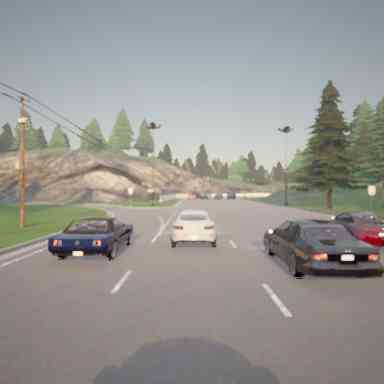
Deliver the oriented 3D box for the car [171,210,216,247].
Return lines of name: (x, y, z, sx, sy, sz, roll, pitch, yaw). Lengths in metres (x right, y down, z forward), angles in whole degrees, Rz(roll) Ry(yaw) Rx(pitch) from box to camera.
car: (0.068, 1.498, 14.758, 1.812, 1.442, 4.674, 0, 0, 0)

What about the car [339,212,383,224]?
car: (7.069, 1.538, 14.274, 1.994, 1.385, 4.181, 0, 0, 0)

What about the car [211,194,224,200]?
car: (6.991, 1.372, 90.035, 2.033, 1.411, 5.357, 0, 0, 2)

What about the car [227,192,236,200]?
car: (10.490, 1.333, 90.036, 1.837, 1.490, 4.892, 0, 0, 2)

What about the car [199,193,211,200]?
car: (3.508, 1.356, 91.130, 2.128, 1.511, 4.902, 0, 0, 2)

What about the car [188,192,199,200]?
car: (0.008, 1.186, 91.159, 2.097, 1.767, 4.553, 0, 0, 2)

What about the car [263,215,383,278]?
car: (3.538, 1.529, 10.027, 2.033, 1.411, 5.357, 0, 0, 1)

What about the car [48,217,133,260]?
car: (-3.443, 1.578, 12.327, 1.895, 1.301, 4.718, 0, 0, 0)
